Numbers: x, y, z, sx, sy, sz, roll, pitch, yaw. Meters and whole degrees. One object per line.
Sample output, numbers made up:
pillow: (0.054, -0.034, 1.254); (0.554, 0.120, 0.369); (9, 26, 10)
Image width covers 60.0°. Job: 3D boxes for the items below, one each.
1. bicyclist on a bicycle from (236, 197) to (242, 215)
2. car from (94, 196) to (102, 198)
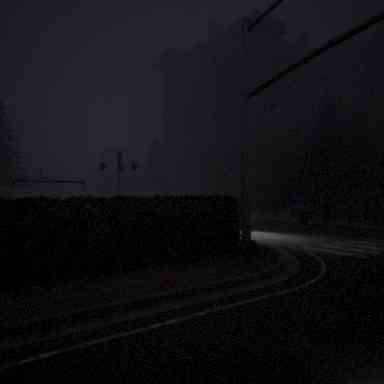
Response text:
bicyclist on a bicycle: (4.045, 1.296, 29.327); (1.656, 1.620, 0.582); (0, 0, -36)
car: (-13.642, 1.345, 47.254); (2.097, 1.767, 4.553); (0, 0, -36)
